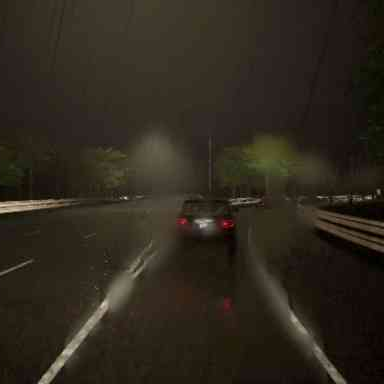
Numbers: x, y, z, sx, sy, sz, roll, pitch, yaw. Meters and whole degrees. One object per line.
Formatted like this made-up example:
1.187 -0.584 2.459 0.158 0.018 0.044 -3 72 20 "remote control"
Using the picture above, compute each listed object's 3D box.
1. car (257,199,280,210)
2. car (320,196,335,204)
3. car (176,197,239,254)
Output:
9.807 1.562 42.495 2.033 1.411 5.357 0 0 28 "car"
25.915 1.525 64.180 2.033 1.411 5.357 0 0 44 "car"
0.761 1.229 13.762 2.150 2.045 5.566 0 0 8 "car"
